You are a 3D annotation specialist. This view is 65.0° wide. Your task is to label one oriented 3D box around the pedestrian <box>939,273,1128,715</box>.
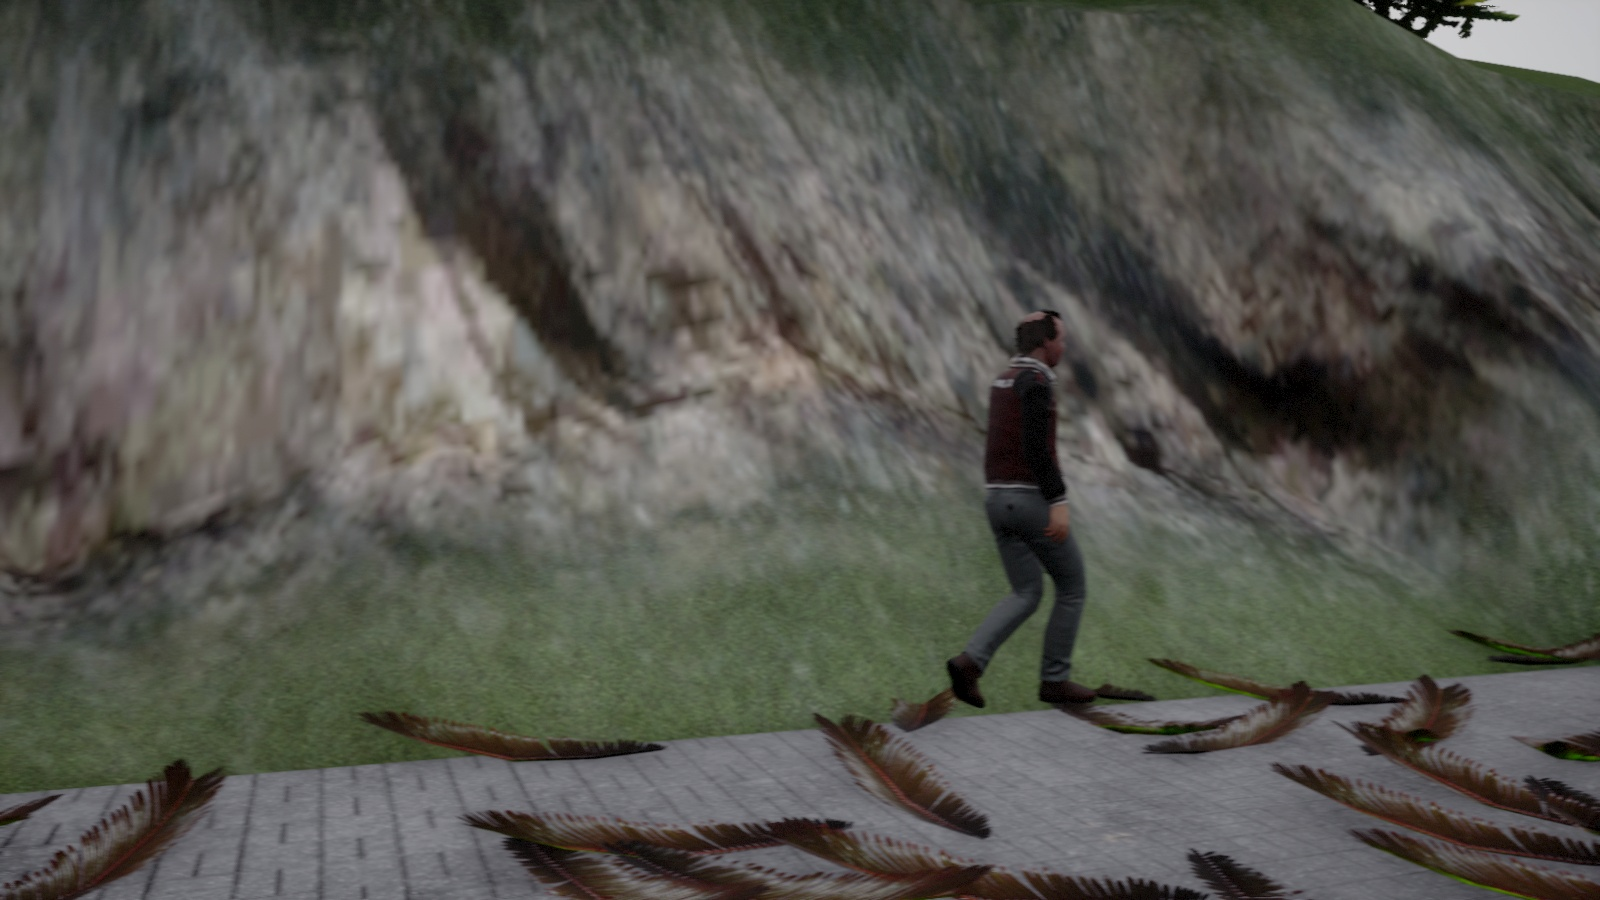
[{"bbox_3d":[1.030,0.179,5.563,0.720,1.854,0.376,-1,1,-21],"label":"pedestrian"}]
